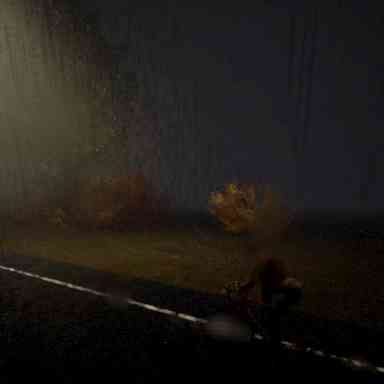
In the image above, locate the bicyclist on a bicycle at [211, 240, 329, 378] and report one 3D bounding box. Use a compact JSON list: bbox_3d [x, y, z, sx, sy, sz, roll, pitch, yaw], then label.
[{"bbox_3d":[0.937,1.477,4.373,1.656,1.620,0.582,0,-1,35],"label":"bicyclist on a bicycle"}]
